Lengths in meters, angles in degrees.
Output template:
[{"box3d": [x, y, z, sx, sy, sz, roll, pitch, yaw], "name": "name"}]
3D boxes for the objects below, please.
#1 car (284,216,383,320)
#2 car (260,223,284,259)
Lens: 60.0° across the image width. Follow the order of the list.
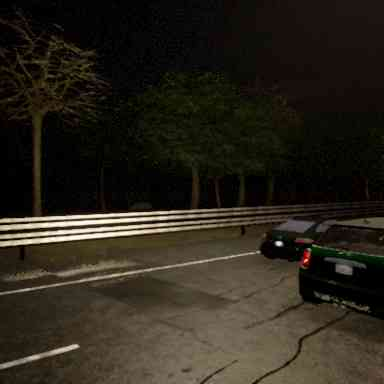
[{"box3d": [4.267, 1.299, 6.791, 4.553, 1.767, 2.097, -1, 0, -36], "name": "car"}, {"box3d": [4.219, 1.494, 11.058, 4.181, 1.385, 1.994, -1, 0, -36], "name": "car"}]
